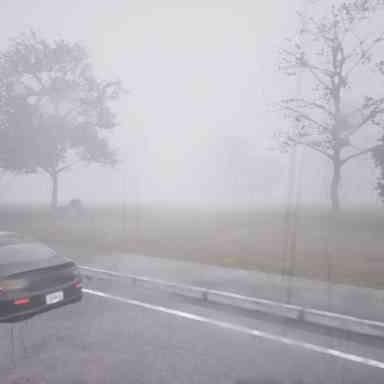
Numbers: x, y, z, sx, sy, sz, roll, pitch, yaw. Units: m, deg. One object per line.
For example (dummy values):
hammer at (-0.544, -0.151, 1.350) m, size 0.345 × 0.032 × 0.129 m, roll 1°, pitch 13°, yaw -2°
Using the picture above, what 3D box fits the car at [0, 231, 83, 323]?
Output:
car at (-4.129, 1.519, 6.560) m, size 4.674 × 1.442 × 1.812 m, roll 0°, pitch 0°, yaw 33°
